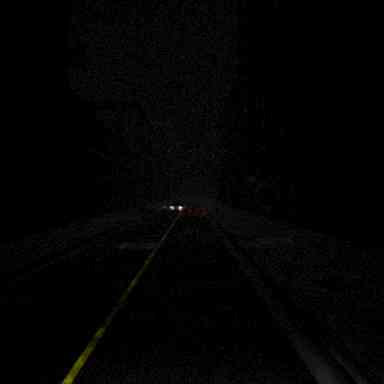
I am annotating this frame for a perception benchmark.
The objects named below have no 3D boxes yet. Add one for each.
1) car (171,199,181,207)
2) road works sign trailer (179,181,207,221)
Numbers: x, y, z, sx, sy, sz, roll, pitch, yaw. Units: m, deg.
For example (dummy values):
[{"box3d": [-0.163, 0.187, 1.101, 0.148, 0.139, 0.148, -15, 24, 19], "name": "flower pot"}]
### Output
[{"box3d": [-3.027, 2.097, 65.693, 1.882, 1.535, 5.008, 0, 0, 0], "name": "car"}, {"box3d": [-0.007, 0.766, 30.202, 2.380, 3.560, 2.880, 0, -1, 0], "name": "road works sign trailer"}]
